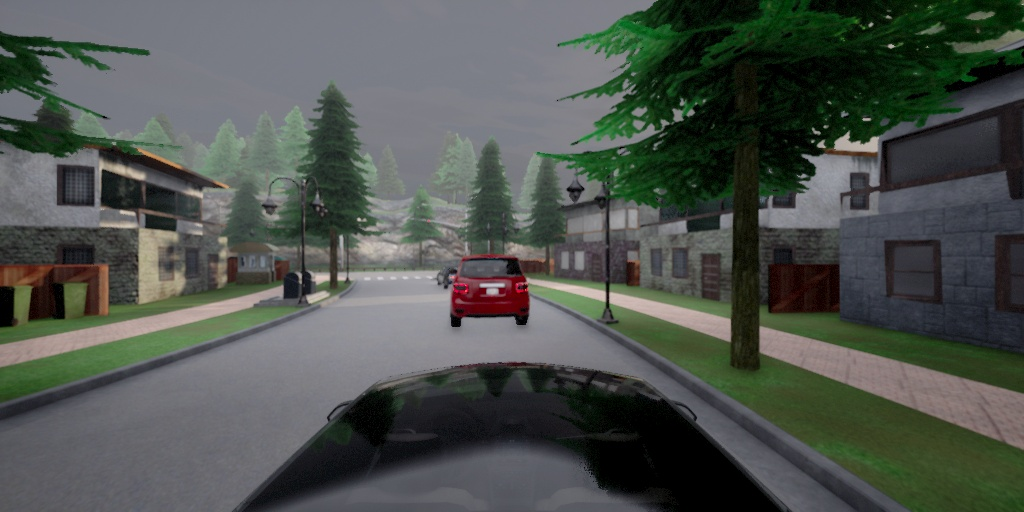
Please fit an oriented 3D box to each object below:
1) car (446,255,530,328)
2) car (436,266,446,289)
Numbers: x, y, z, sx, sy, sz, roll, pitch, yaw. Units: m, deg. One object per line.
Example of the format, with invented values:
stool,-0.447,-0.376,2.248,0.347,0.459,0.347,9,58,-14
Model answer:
car,-0.859,0.976,11.624,2.150,2.045,5.566,0,0,-8
car,-3.739,1.305,23.368,2.033,1.411,5.357,0,0,-19
